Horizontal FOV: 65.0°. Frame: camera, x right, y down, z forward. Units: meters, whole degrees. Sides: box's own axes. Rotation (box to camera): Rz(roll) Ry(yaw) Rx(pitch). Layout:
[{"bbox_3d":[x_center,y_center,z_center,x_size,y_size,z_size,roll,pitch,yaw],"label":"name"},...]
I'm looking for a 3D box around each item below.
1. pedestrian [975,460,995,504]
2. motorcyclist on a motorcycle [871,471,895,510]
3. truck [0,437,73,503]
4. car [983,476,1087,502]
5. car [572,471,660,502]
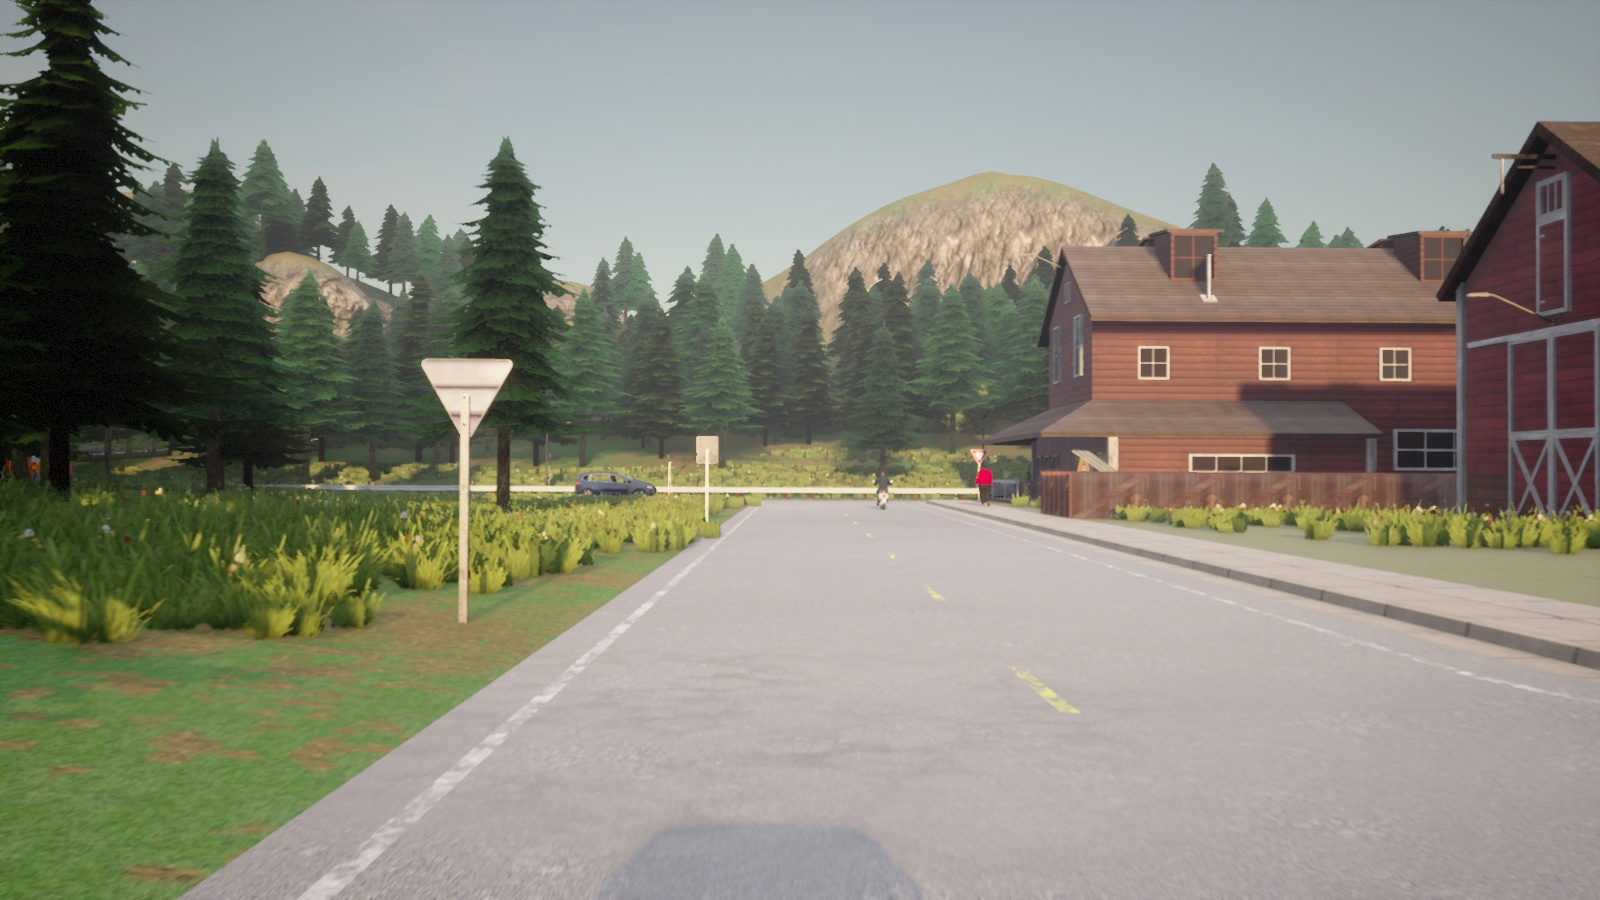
[{"bbox_3d":[7.789,1.356,52.944,0.634,1.844,0.899,0,-1,-4],"label":"pedestrian"},{"bbox_3d":[3.452,1.655,52.272,0.866,1.590,1.817,0,-1,0],"label":"motorcyclist on a motorcycle"},{"bbox_3d":[-47.768,1.187,73.731,8.468,3.827,2.891,0,-1,0],"label":"truck"},{"bbox_3d":[13.144,2.173,70.444,5.357,1.411,2.033,0,-1,-2],"label":"car"},{"bbox_3d":[-10.264,2.034,70.305,4.611,1.667,2.242,0,-1,0],"label":"car"}]
